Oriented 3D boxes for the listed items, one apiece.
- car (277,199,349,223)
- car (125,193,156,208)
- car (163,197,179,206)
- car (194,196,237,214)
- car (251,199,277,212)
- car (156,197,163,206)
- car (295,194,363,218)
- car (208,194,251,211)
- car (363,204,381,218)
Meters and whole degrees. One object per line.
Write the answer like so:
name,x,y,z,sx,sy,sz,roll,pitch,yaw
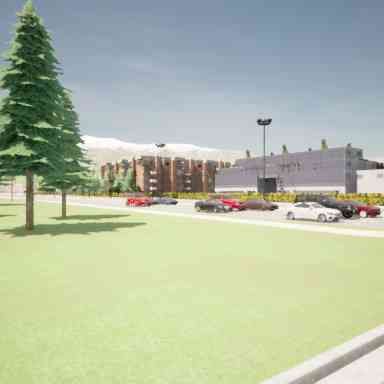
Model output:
car,9.319,1.526,26.006,1.812,1.442,4.674,0,0,-35
car,-8.095,1.224,49.932,2.150,2.045,5.566,0,0,-35
car,-4.354,1.548,56.764,2.033,1.411,5.357,0,0,-35
car,2.145,1.492,35.775,2.128,1.511,4.902,0,0,-36
car,7.832,1.548,39.851,2.033,1.411,5.357,0,0,-36
car,-7.507,1.548,55.161,2.033,1.411,5.357,0,0,-35
car,11.415,1.221,29.029,2.150,2.045,5.566,0,0,-36
car,3.887,1.222,39.315,2.150,2.045,5.566,0,0,-36
car,14.605,1.478,30.598,1.882,1.535,5.008,0,0,-36
